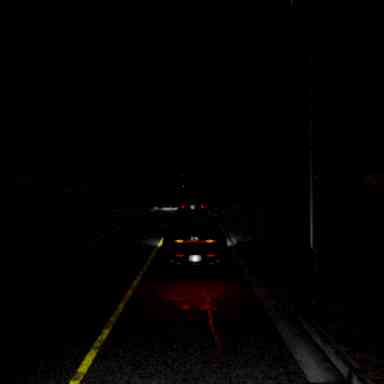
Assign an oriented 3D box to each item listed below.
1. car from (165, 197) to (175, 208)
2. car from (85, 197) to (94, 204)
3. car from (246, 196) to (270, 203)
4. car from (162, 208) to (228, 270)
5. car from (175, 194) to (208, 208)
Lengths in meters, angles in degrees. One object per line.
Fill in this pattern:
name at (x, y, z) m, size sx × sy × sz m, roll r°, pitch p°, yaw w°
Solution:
car at (-2.797, 1.466, 47.082) m, size 2.033 × 1.411 × 5.357 m, roll 0°, pitch 0°, yaw 1°
car at (-20.611, 1.675, 62.455) m, size 4.403 × 1.369 × 2.008 m, roll -1°, pitch -1°, yaw 0°
car at (12.375, 1.411, 62.466) m, size 4.313 × 1.339 × 1.947 m, roll 0°, pitch -1°, yaw 0°
car at (0.065, 1.472, 10.934) m, size 1.837 × 1.490 × 4.892 m, roll 0°, pitch -1°, yaw 0°
car at (0.060, 1.159, 25.911) m, size 2.150 × 2.045 × 5.566 m, roll 0°, pitch 0°, yaw 0°
